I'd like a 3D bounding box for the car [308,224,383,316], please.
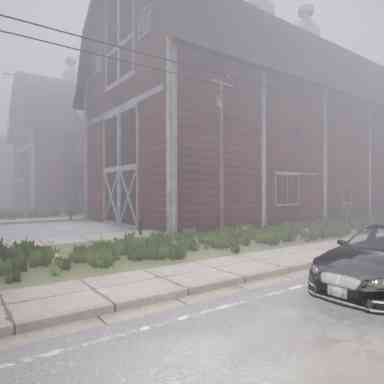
[{"bbox_3d":[4.521,1.464,7.216,4.902,1.511,2.128,0,0,-36],"label":"car"}]
